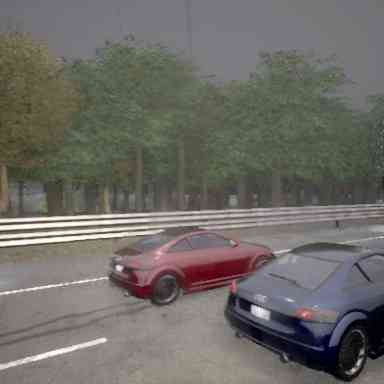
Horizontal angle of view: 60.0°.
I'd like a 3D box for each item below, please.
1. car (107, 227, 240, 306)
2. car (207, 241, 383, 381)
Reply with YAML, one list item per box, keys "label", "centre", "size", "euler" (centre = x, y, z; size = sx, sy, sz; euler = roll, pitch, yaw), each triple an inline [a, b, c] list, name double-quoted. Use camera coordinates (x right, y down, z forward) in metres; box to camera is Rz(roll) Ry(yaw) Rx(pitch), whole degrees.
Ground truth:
- label: "car"
  centre: [0.128, 1.559, 8.060]
  size: [4.181, 1.385, 1.994]
  euler: [0, 0, -34]
- label: "car"
  centre: [2.559, 1.562, 5.507]
  size: [4.181, 1.385, 1.994]
  euler: [0, 0, -34]
